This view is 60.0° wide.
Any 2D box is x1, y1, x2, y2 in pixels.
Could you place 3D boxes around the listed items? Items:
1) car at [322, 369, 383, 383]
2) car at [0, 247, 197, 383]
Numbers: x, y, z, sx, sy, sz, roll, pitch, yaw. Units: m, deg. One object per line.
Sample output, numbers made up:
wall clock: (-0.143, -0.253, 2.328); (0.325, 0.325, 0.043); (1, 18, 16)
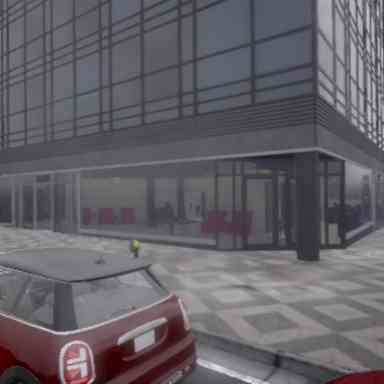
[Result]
car: (2.545, 1.539, 1.041); (4.507, 1.381, 1.887); (0, -1, 36)
car: (-2.031, 1.454, 4.311); (4.097, 1.590, 1.967); (0, -1, 36)
